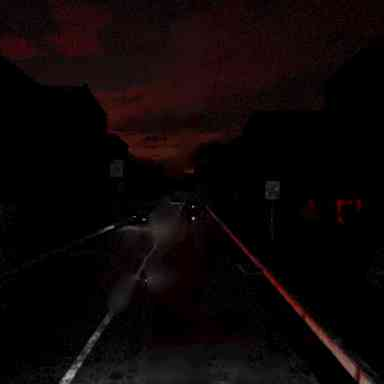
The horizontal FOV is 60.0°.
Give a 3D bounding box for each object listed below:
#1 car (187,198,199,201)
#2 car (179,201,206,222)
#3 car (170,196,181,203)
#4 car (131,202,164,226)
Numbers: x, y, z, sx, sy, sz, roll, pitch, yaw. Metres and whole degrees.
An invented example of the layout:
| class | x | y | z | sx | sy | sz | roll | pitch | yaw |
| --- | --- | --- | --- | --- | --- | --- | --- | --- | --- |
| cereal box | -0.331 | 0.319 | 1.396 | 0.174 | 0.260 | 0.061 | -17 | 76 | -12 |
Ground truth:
| class | x | y | z | sx | sy | sz | roll | pitch | yaw |
| --- | --- | --- | --- | --- | --- | --- | --- | --- | --- |
| car | 0.113 | 1.531 | 42.901 | 1.837 | 1.490 | 4.892 | 0 | 0 | 0 |
| car | 0.105 | 1.620 | 26.285 | 1.895 | 1.301 | 4.718 | 0 | 0 | 0 |
| car | -3.200 | 1.436 | 65.295 | 1.994 | 1.385 | 4.181 | 0 | 1 | 0 |
| car | -3.103 | 1.523 | 23.898 | 1.837 | 1.490 | 4.892 | 0 | 0 | 0 |
